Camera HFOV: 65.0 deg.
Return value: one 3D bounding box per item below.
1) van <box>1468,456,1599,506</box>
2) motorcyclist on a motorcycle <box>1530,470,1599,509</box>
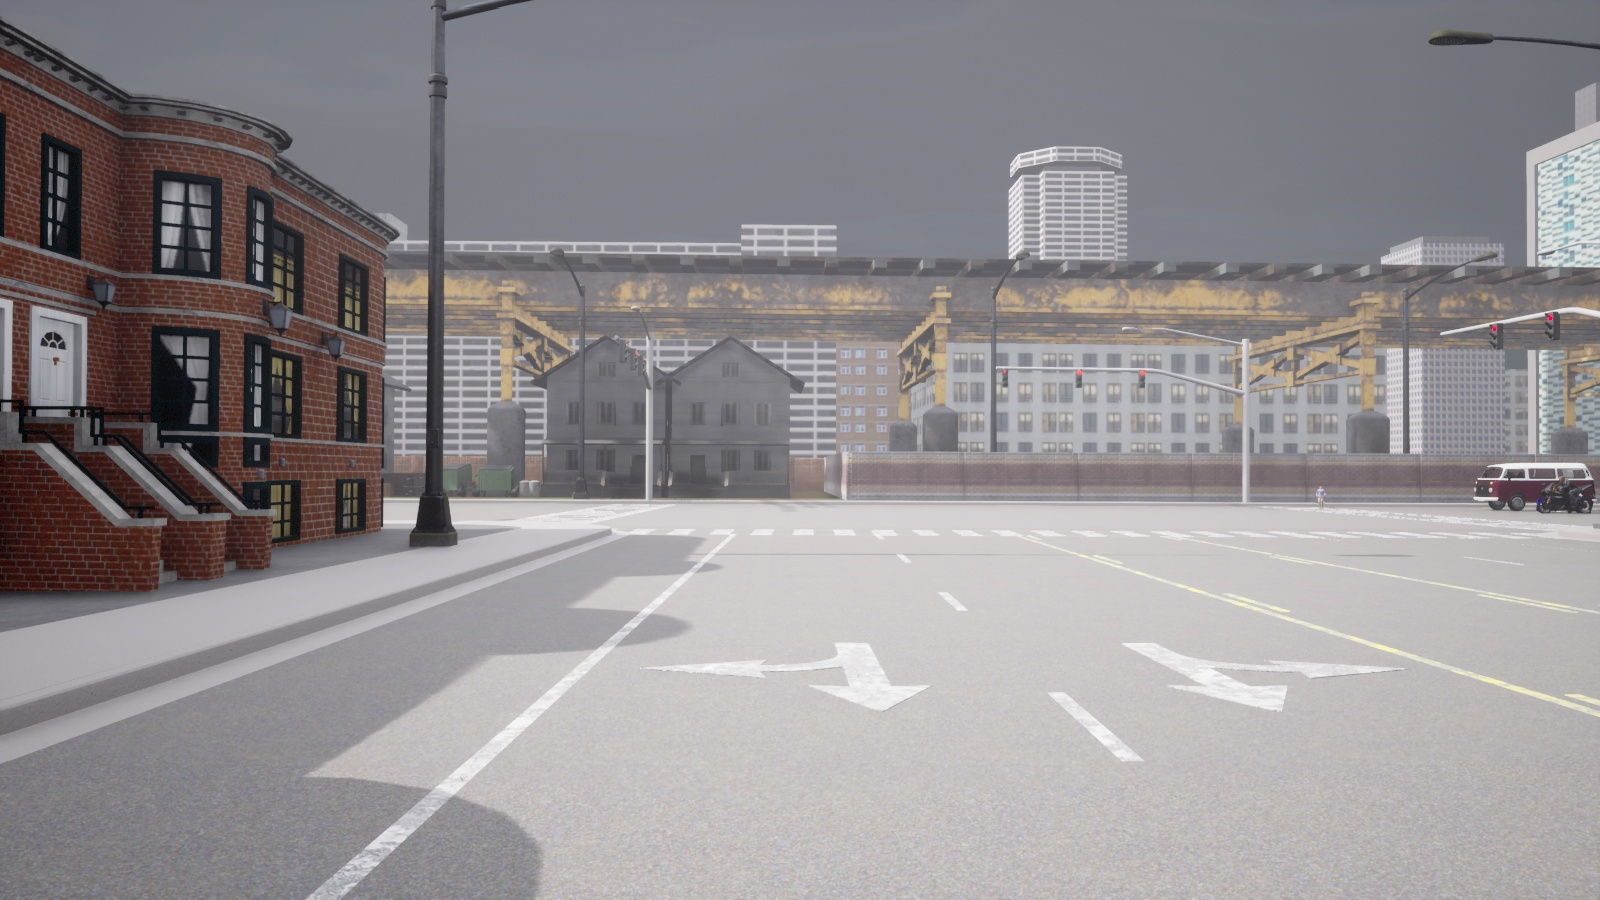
[{"bbox_3d":[31.123,1.305,53.223,4.480,2.038,2.069,0,-1,0],"label":"van"},{"bbox_3d":[30.253,1.561,49.681,2.191,1.530,0.866,0,-1,1],"label":"motorcyclist on a motorcycle"}]
